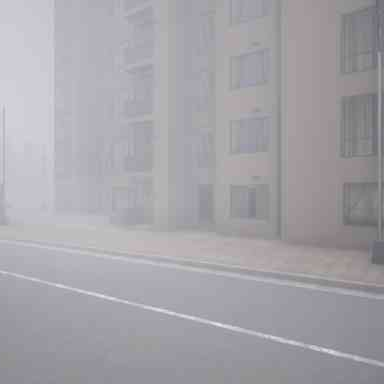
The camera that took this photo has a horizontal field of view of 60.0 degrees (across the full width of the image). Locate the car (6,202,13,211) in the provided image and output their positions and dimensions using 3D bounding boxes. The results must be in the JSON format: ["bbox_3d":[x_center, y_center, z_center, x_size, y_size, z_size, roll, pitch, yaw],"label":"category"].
[{"bbox_3d":[-22.939,1.444,37.636,2.128,1.511,4.902,0,0,34],"label":"car"}]
